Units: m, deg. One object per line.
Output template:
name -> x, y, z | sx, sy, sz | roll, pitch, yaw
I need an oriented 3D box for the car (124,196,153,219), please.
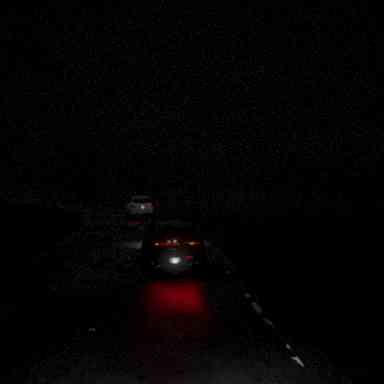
car -> -5.258, 1.444, 32.387 | 2.150, 2.045, 5.566 | 0, -1, -18

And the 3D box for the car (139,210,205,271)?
car -> -0.716, 1.578, 11.282 | 1.837, 1.490, 4.892 | 0, 0, -6
